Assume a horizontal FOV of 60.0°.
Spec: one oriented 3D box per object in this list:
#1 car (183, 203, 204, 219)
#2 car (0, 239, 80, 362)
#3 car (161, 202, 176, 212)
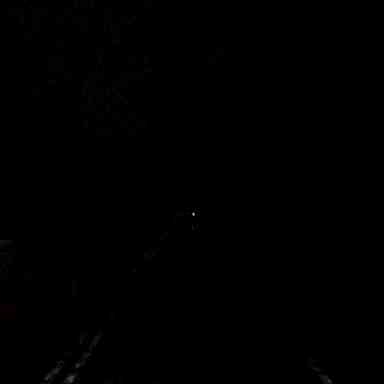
[{"bbox_3d":[0.147,1.893,34.126,1.837,1.490,4.892,0,-1,0],"label":"car"},{"bbox_3d":[-3.345,1.588,5.576,1.812,1.442,4.674,0,-1,0],"label":"car"},{"bbox_3d":[-3.273,2.073,46.745,2.033,1.411,5.357,0,-1,0],"label":"car"}]
